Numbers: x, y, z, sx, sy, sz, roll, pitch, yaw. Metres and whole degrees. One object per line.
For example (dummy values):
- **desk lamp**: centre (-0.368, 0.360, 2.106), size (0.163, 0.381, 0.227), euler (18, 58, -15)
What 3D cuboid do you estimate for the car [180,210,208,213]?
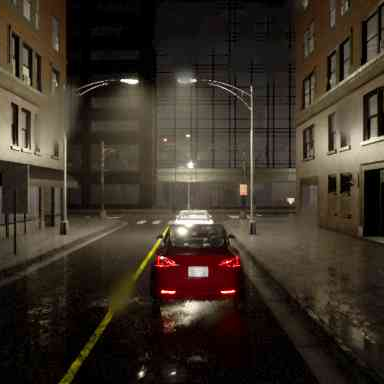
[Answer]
- **car**: centre (0.095, 1.608, 17.458), size (1.895, 1.301, 4.718), euler (0, 0, 0)

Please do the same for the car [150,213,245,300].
- **car**: centre (0.106, 1.507, 8.443), size (2.163, 1.488, 4.792), euler (0, 0, 0)
